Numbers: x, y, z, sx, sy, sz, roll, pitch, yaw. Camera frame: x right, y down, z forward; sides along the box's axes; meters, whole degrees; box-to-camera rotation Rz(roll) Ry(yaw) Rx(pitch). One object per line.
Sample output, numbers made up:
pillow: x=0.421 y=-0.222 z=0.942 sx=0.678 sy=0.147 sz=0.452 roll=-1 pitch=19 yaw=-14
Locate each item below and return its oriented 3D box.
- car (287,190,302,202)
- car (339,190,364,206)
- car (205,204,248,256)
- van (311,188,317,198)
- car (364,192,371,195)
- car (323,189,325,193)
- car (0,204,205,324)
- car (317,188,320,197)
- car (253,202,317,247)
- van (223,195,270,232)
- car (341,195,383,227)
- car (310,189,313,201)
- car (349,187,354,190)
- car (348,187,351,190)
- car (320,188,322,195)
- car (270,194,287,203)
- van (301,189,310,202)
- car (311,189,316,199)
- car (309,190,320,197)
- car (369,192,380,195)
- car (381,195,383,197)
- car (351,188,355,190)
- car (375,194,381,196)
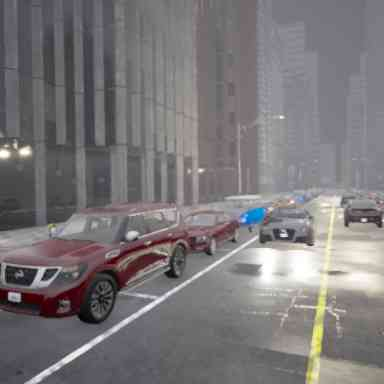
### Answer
car: x=9.526 y=0.913 z=33.239 sx=1.967 sy=1.590 sz=4.097 roll=-1 pitch=1 yaw=24
car: x=17.058 y=0.846 z=35.891 sx=1.837 sy=1.490 sz=4.892 roll=0 pitch=1 yaw=24
car: x=0.530 y=1.387 z=12.570 sx=1.887 sy=1.381 sz=4.507 roll=-1 pitch=1 yaw=24
van: x=20.771 y=0.358 z=59.076 sx=1.690 sy=1.788 sz=3.998 roll=-1 pitch=1 yaw=24
car: x=21.844 y=0.666 z=40.178 sx=1.967 sy=1.590 sz=4.097 roll=-1 pitch=1 yaw=24
car: x=32.021 y=0.121 z=84.916 sx=2.008 sy=1.369 sz=4.403 roll=-1 pitch=1 yaw=24
car: x=-1.723 y=1.249 z=7.399 sx=2.192 sy=1.841 sz=5.009 roll=-1 pitch=1 yaw=24
car: x=23.022 y=0.367 z=64.244 sx=1.967 sy=1.590 sz=4.097 roll=-1 pitch=1 yaw=24
car: x=4.102 y=1.342 z=13.846 sx=1.994 sy=1.385 sz=4.181 roll=0 pitch=1 yaw=24
van: x=2.777 y=1.091 z=17.735 sx=1.690 sy=1.788 sz=3.998 roll=-1 pitch=1 yaw=24
car: x=9.877 y=1.142 z=19.413 sx=1.837 sy=1.490 sz=4.892 roll=0 pitch=1 yaw=24
car: x=16.208 y=0.725 z=48.587 sx=1.752 sy=1.417 sz=4.829 roll=-1 pitch=1 yaw=24
car: x=37.591 y=0.178 z=76.351 sx=1.802 sy=1.307 sz=4.206 roll=-1 pitch=1 yaw=24
car: x=39.840 y=0.089 z=81.518 sx=1.802 sy=1.307 sz=4.206 roll=-1 pitch=1 yaw=24
car: x=25.269 y=0.152 z=69.411 sx=2.192 sy=1.841 sz=5.009 roll=-1 pitch=1 yaw=24
car: x=5.028 y=1.097 z=22.904 sx=1.967 sy=1.590 sz=4.097 roll=-1 pitch=1 yaw=24
van: x=14.023 y=0.630 z=43.573 sx=1.690 sy=1.788 sz=3.998 roll=-1 pitch=1 yaw=24
car: x=18.525 y=0.657 z=53.910 sx=2.008 sy=1.369 sz=4.403 roll=-1 pitch=1 yaw=24
car: x=27.523 y=0.314 z=74.581 sx=1.947 sy=1.339 sz=4.313 roll=-1 pitch=1 yaw=24
car: x=17.348 y=0.976 z=29.845 sx=1.947 sy=1.339 sz=4.313 roll=-1 pitch=1 yaw=24
car: x=12.845 y=0.910 z=19.508 sx=2.192 sy=1.841 sz=5.009 roll=-1 pitch=1 yaw=24
car: x=33.092 y=0.357 z=66.016 sx=1.802 sy=1.307 sz=4.206 roll=-1 pitch=1 yaw=24
car: x=15.098 y=1.047 z=24.678 sx=1.887 sy=1.381 sz=4.507 roll=-1 pitch=1 yaw=24
